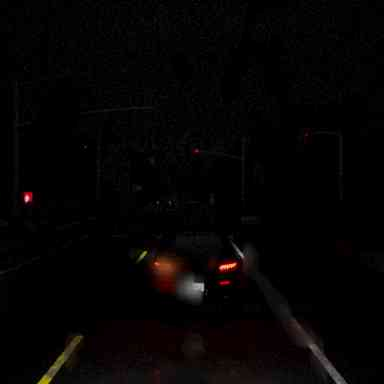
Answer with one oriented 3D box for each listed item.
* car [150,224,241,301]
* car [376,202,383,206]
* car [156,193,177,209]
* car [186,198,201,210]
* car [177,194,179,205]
[{"bbox_3d":[0.082,1.522,8.183,1.812,1.442,4.674,0,0,0],"label":"car"},{"bbox_3d":[17.636,1.458,29.144,4.902,1.511,2.128,0,0,-11],"label":"car"},{"bbox_3d":[-3.540,1.330,44.675,2.097,1.767,4.553,0,0,0],"label":"car"},{"bbox_3d":[0.149,1.471,42.797,2.128,1.511,4.902,0,0,0],"label":"car"},{"bbox_3d":[-3.492,1.195,60.588,2.150,2.045,5.566,0,0,1],"label":"car"}]
